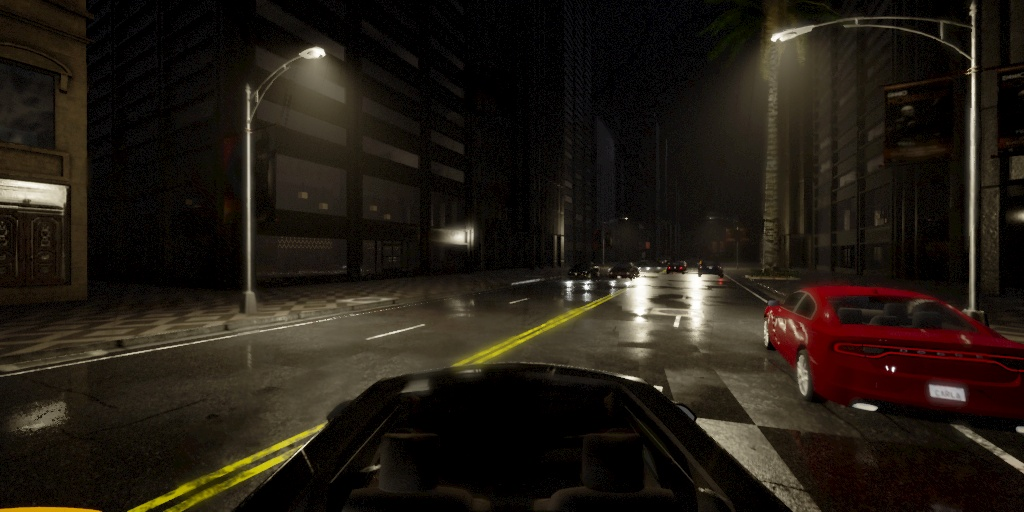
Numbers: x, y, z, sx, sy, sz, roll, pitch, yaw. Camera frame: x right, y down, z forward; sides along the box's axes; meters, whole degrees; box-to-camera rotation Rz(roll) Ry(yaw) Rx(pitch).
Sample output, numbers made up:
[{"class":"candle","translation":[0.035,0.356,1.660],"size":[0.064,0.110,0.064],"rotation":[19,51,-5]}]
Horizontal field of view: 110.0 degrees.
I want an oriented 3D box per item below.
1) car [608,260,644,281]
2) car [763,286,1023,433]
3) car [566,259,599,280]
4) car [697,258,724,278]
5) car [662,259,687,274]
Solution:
[{"class":"car","translation":[9.805,1.307,31.097],"size":[2.033,1.411,5.357],"rotation":[0,0,27]},{"class":"car","translation":[5.511,1.228,5.807],"size":[1.882,1.535,5.008],"rotation":[0,0,27]},{"class":"car","translation":[6.335,1.264,31.457],"size":[1.837,1.490,4.892],"rotation":[0,0,27]},{"class":"car","translation":[19.269,1.116,34.891],"size":[2.097,1.767,4.553],"rotation":[0,0,27]},{"class":"car","translation":[18.625,1.315,40.713],"size":[2.033,1.411,5.357],"rotation":[0,0,27]}]
